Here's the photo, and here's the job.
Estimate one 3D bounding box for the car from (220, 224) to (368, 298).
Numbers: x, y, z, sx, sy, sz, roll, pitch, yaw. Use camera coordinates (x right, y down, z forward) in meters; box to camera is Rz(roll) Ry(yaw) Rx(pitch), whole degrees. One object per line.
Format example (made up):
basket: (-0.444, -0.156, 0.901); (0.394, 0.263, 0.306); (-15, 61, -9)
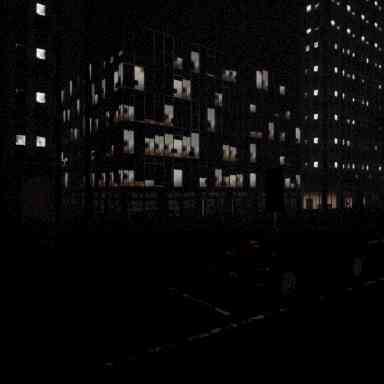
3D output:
car: (2.728, 1.545, 8.507); (4.507, 1.381, 1.887); (0, 0, -36)
